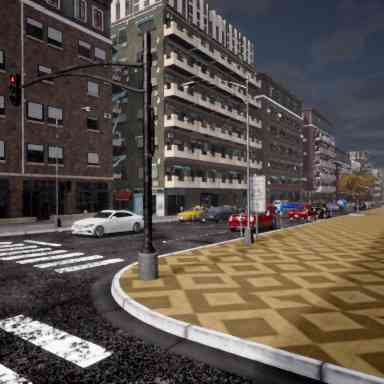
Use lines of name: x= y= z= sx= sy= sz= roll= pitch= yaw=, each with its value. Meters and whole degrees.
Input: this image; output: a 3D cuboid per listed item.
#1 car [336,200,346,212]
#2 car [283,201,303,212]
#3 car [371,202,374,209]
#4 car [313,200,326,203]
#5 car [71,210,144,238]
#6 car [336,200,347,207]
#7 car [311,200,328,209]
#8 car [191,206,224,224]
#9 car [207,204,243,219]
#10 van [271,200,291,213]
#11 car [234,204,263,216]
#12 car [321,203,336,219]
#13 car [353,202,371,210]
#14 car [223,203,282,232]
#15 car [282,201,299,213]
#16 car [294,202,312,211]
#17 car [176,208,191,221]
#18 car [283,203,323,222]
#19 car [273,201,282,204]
car: x=23.454 y=2.468 z=54.398 sx=2.033 sy=1.411 sz=5.357 roll=-1 pitch=-1 yaw=36
car: x=16.682 y=2.361 z=54.758 sx=1.967 sy=1.590 sz=4.097 roll=-2 pitch=-2 yaw=35
car: x=36.428 y=2.745 z=68.542 sx=2.008 sy=1.369 sz=4.403 roll=-2 pitch=-2 yaw=35
car: x=17.650 y=2.267 z=46.058 sx=1.837 sy=1.490 sz=4.892 roll=-1 pitch=-1 yaw=35
car: x=-4.766 y=1.778 z=19.475 sx=1.812 sy=1.442 sz=4.674 roll=-1 pitch=-1 yaw=34
car: x=39.198 y=2.882 z=87.141 sx=1.690 sy=1.788 sz=3.998 roll=-2 pitch=-2 yaw=35
car: x=26.372 y=2.501 z=68.665 sx=2.192 sy=1.841 sz=5.009 roll=-2 pitch=-2 yaw=35
car: x=2.485 y=1.997 z=29.896 sx=2.033 sy=1.411 sz=5.357 roll=-1 pitch=-1 yaw=35
car: x=3.663 y=2.090 z=36.077 sx=1.752 sy=1.417 sz=4.829 roll=-2 pitch=-2 yaw=35
van: x=13.450 y=2.174 z=50.126 sx=1.690 sy=1.788 sz=3.998 roll=-2 pitch=-2 yaw=35
car: x=6.991 y=2.222 z=40.851 sx=1.947 sy=1.339 sz=4.313 roll=-2 pitch=-2 yaw=35
car: x=13.814 y=2.141 z=36.101 sx=1.947 sy=1.339 sz=4.313 roll=-2 pitch=-2 yaw=35
car: x=29.967 y=2.583 z=59.273 sx=1.947 sy=1.339 sz=4.313 roll=-2 pitch=-2 yaw=35
car: x=4.121 y=1.751 z=22.201 sx=1.967 sy=1.590 sz=4.097 roll=-2 pitch=-2 yaw=35
car: x=14.218 y=2.246 z=46.598 sx=1.882 sy=1.535 sz=5.008 roll=-1 pitch=-2 yaw=35
car: x=19.913 y=2.554 z=59.390 sx=1.887 sy=1.381 sz=4.507 roll=-2 pitch=-2 yaw=35
car: x=0.432 y=2.002 z=31.444 sx=1.752 sy=1.417 sz=4.829 roll=-2 pitch=-2 yaw=35
car: x=10.583 y=2.032 z=31.467 sx=1.887 sy=1.381 sz=4.507 roll=-2 pitch=-2 yaw=35
car: x=10.221 y=2.289 z=45.486 sx=1.887 sy=1.381 sz=4.507 roll=-2 pitch=-2 yaw=35
